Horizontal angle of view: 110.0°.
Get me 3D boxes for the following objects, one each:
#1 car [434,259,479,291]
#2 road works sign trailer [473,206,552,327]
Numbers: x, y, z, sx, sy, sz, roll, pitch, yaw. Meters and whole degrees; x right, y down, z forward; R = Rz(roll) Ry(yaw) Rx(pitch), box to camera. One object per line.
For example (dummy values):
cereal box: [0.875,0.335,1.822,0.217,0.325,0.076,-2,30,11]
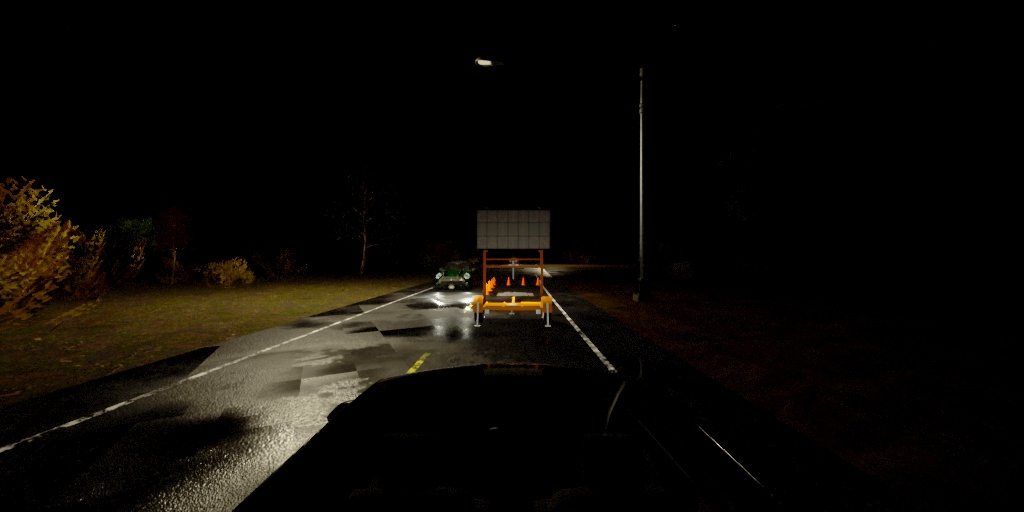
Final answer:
car: [-3.229,1.101,21.716,2.097,1.767,4.553,0,0,1]
road works sign trailer: [0.042,0.214,11.548,2.380,3.560,2.880,0,0,1]
